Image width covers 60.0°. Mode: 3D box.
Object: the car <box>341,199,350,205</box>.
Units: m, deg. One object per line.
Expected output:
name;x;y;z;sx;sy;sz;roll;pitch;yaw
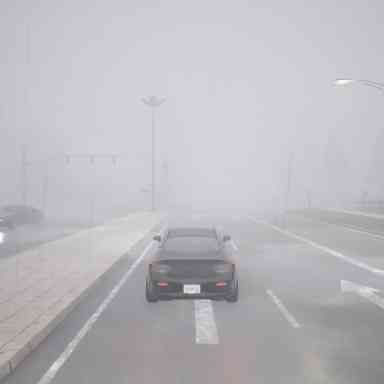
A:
car;27.186;1.564;55.362;4.181;1.385;1.994;0;0;-1

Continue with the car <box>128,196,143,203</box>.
car;-11.575;1.526;67.258;1.812;1.442;4.674;0;0;0

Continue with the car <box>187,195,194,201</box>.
car;-0.391;1.553;88.978;1.994;1.385;4.181;0;0;-1

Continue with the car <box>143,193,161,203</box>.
car;-8.084;1.352;67.489;2.097;1.767;4.553;0;0;0

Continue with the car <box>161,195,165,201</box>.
car;-8.285;1.478;82.048;1.882;1.535;5.008;0;0;-1

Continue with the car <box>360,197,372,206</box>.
car;27.601;1.601;48.364;4.718;1.301;1.895;0;0;0

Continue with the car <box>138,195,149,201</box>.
car;-11.770;1.553;81.079;1.994;1.385;4.181;0;0;-1

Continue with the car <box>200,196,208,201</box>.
car;3.148;1.595;86.505;1.895;1.301;4.718;0;0;-1

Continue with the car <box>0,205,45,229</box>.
car;-11.561;1.547;21.660;2.033;1.411;5.357;0;0;1

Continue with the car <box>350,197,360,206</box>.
car;27.775;1.526;51.864;4.674;1.442;1.812;0;0;0

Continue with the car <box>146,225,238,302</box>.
car;0.000;1.526;8.106;1.812;1.442;4.674;0;0;0

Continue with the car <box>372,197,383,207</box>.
car;27.503;1.352;44.867;4.553;1.767;2.097;0;0;0
